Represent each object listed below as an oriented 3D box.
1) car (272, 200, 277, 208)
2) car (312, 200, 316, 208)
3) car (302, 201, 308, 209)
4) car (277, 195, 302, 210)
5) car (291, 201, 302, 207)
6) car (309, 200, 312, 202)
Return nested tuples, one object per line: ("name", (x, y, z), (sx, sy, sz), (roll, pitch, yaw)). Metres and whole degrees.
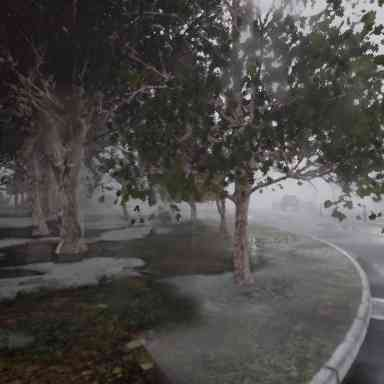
("car", (15.358, 2.096, 58.427), (1.882, 1.535, 5.008), (0, -2, 26))
("car", (23.678, 2.557, 68.340), (1.994, 1.385, 4.181), (0, -2, 26))
("car", (18.176, 2.159, 56.850), (2.033, 1.411, 5.357), (0, -2, 26))
("car", (13.907, 1.500, 47.032), (2.150, 2.045, 5.566), (0, -2, 22))
("car", (24.304, 2.689, 77.173), (1.895, 1.301, 4.718), (0, -2, 26))
("car", (20.383, 2.334, 61.462), (1.994, 1.385, 4.181), (0, -2, 26))
